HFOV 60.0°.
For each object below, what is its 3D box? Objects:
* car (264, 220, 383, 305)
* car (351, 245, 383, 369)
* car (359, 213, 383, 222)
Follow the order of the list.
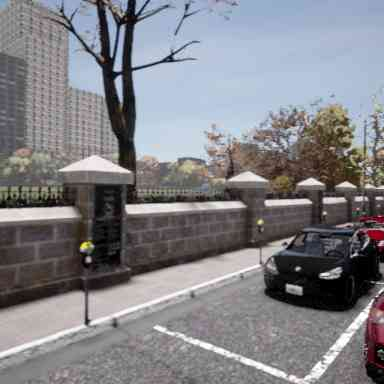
[{"bbox_3d":[3.405,1.572,8.267,1.947,1.339,4.313,1,0,39],"label":"car"},{"bbox_3d":[4.018,1.592,4.920,1.994,1.385,4.181,1,0,39],"label":"car"},{"bbox_3d":[6.967,1.617,12.627,1.802,1.307,4.206,1,0,39],"label":"car"}]
